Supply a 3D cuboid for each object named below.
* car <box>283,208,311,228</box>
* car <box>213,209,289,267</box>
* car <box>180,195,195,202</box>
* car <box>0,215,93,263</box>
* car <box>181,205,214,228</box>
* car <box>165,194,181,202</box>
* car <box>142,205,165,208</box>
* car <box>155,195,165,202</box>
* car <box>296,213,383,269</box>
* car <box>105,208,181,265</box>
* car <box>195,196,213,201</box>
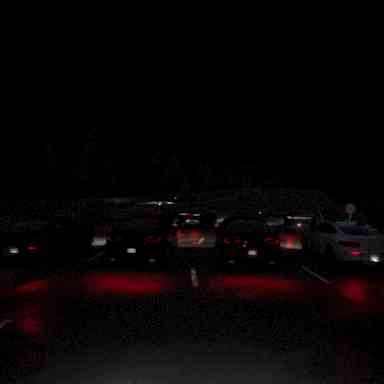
[{"bbox_3d":[7.169,1.790,22.206,2.128,1.511,4.902,1,0,18],"label":"car"},{"bbox_3d":[1.861,1.612,12.040,1.882,1.535,5.008,1,0,3],"label":"car"},{"bbox_3d":[-0.261,1.503,73.520,1.837,1.490,4.892,1,1,20],"label":"car"},{"bbox_3d":[-5.147,1.566,12.113,1.812,1.442,4.674,1,0,3],"label":"car"},{"bbox_3d":[0.487,1.726,24.289,2.128,1.511,4.902,1,0,18],"label":"car"},{"bbox_3d":[-3.539,1.328,74.744,2.097,1.767,4.553,1,1,20],"label":"car"},{"bbox_3d":[-2.829,1.728,25.405,1.812,1.442,4.674,1,0,18],"label":"car"},{"bbox_3d":[-6.838,1.469,75.916,2.128,1.511,4.902,1,1,20],"label":"car"},{"bbox_3d":[5.349,1.705,11.851,1.812,1.442,4.674,1,0,3],"label":"car"},{"bbox_3d":[-1.638,1.566,12.131,1.882,1.535,5.008,1,0,3],"label":"car"},{"bbox_3d":[3.028,1.573,72.324,2.033,1.411,5.357,1,1,20],"label":"car"}]
